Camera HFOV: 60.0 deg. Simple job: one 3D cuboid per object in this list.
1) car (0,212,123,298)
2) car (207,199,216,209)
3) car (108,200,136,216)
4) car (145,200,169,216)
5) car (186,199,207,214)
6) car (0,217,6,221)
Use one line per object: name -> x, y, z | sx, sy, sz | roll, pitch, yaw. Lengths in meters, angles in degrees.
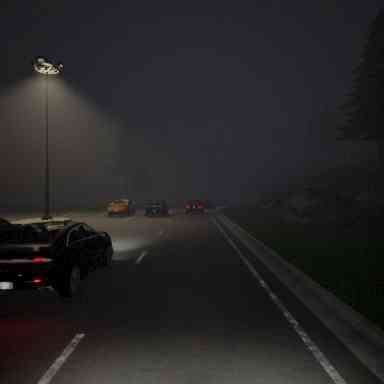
car -> -3.401, 1.491, 8.480 | 2.128, 1.511, 4.902 | 0, 0, 0
car -> 1.957, 1.564, 44.558 | 1.994, 1.385, 4.181 | 0, 0, 14
car -> -6.782, 1.478, 32.705 | 1.882, 1.535, 5.008 | 0, 0, 2
car -> -3.295, 1.491, 32.255 | 2.128, 1.511, 4.902 | 0, 0, 2
car -> 0.327, 1.547, 35.189 | 2.033, 1.411, 5.357 | 0, 0, 3
car -> -6.902, 1.477, 10.697 | 1.882, 1.535, 5.008 | 0, 0, 0
